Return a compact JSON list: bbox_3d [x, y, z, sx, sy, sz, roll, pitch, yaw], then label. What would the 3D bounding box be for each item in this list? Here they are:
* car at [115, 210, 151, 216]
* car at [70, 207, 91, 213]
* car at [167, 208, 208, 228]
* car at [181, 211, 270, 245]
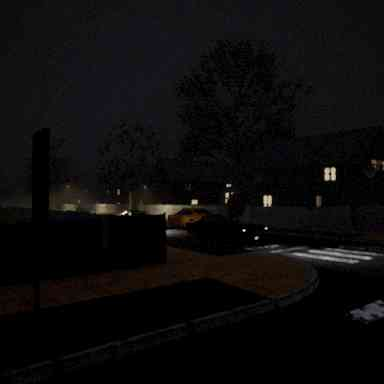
[{"bbox_3d":[-4.300,2.067,25.592,2.033,1.411,5.357,1,-2,-35],"label":"car"},{"bbox_3d":[-12.601,2.434,37.317,1.994,1.385,4.181,1,-2,-35],"label":"car"},{"bbox_3d":[-0.036,1.943,24.719,1.882,1.535,5.008,1,-2,-36],"label":"car"},{"bbox_3d":[1.697,1.869,17.150,1.895,1.301,4.718,1,-2,-35],"label":"car"}]
